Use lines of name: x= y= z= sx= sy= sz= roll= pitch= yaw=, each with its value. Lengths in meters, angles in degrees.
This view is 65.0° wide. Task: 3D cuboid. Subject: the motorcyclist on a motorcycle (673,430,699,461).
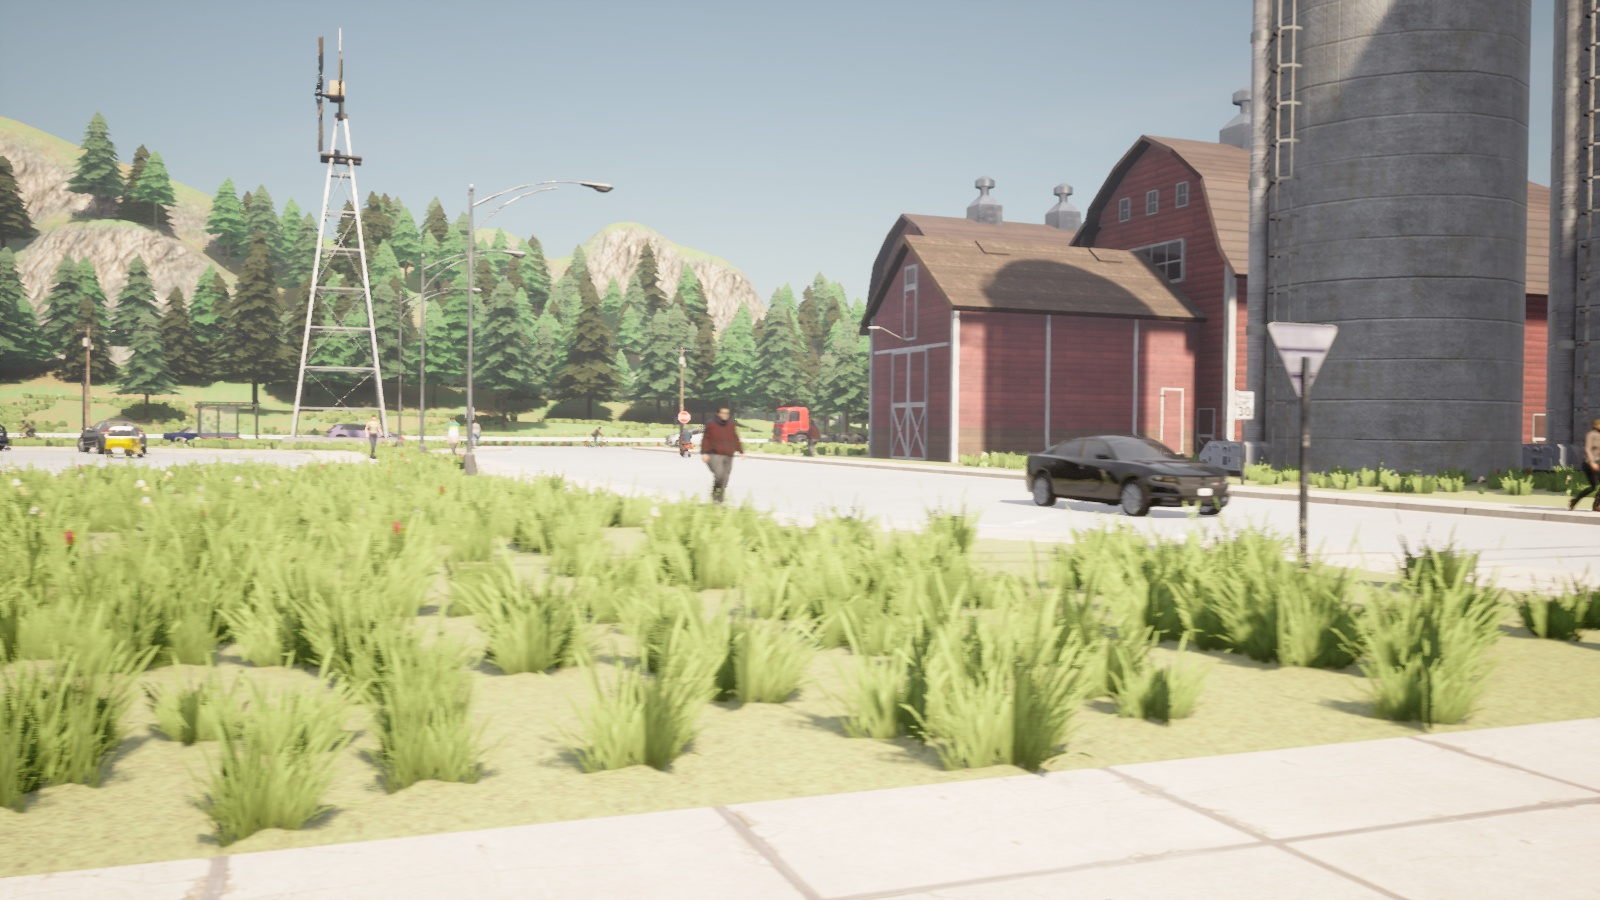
motorcyclist on a motorcycle: x=-5.981 y=-0.257 z=65.911 sx=0.866 sy=1.590 sz=1.817 roll=-1 pitch=1 yaw=-21

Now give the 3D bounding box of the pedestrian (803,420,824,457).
pedestrian: x=0.687 y=-0.594 z=63.661 sx=0.634 sy=1.844 sz=0.899 roll=-1 pitch=1 yaw=-32

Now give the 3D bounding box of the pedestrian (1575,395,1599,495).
pedestrian: x=14.881 y=-0.089 z=23.445 sx=0.331 sy=1.846 sz=0.634 roll=-1 pitch=1 yaw=-30

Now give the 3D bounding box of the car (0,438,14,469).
car: x=-42.131 y=0.199 z=63.420 sx=3.705 sy=1.549 sz=1.789 roll=-1 pitch=1 yaw=-6

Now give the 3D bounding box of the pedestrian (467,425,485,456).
pedestrian: x=-19.678 y=-0.577 z=76.287 sx=0.874 sy=1.855 sz=0.900 roll=-1 pitch=1 yaw=0

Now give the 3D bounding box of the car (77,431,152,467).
car: x=-33.550 y=-0.061 z=61.390 sx=2.152 sy=1.651 sz=5.027 roll=-1 pitch=1 yaw=-41

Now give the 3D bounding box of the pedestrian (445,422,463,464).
pedestrian: x=-16.396 y=-0.338 z=59.450 sx=0.659 sy=1.952 sz=0.873 roll=-1 pitch=1 yaw=-24

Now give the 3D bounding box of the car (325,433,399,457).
car: x=-30.832 y=-0.378 z=88.356 sx=4.856 sy=1.649 sz=2.033 roll=-1 pitch=1 yaw=-21

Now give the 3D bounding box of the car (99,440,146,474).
car: x=-28.991 y=0.291 z=53.762 sx=1.481 sy=1.376 sz=2.207 roll=-1 pitch=1 yaw=-21

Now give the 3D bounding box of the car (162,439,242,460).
car: x=-40.327 y=-0.047 z=84.821 sx=4.718 sy=1.301 sz=1.895 roll=-1 pitch=1 yaw=-20

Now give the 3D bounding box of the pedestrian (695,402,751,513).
pedestrian: x=-1.318 y=0.117 z=21.493 sx=0.634 sy=1.844 sz=0.899 roll=-1 pitch=1 yaw=-27

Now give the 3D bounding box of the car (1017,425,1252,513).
car: x=6.431 y=0.301 z=24.864 sx=1.882 sy=1.535 sz=5.008 roll=-1 pitch=1 yaw=-21

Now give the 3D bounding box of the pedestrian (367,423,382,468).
pedestrian: x=-17.226 y=-0.179 z=50.800 sx=0.345 sy=1.836 sz=0.594 roll=-1 pitch=1 yaw=-41
